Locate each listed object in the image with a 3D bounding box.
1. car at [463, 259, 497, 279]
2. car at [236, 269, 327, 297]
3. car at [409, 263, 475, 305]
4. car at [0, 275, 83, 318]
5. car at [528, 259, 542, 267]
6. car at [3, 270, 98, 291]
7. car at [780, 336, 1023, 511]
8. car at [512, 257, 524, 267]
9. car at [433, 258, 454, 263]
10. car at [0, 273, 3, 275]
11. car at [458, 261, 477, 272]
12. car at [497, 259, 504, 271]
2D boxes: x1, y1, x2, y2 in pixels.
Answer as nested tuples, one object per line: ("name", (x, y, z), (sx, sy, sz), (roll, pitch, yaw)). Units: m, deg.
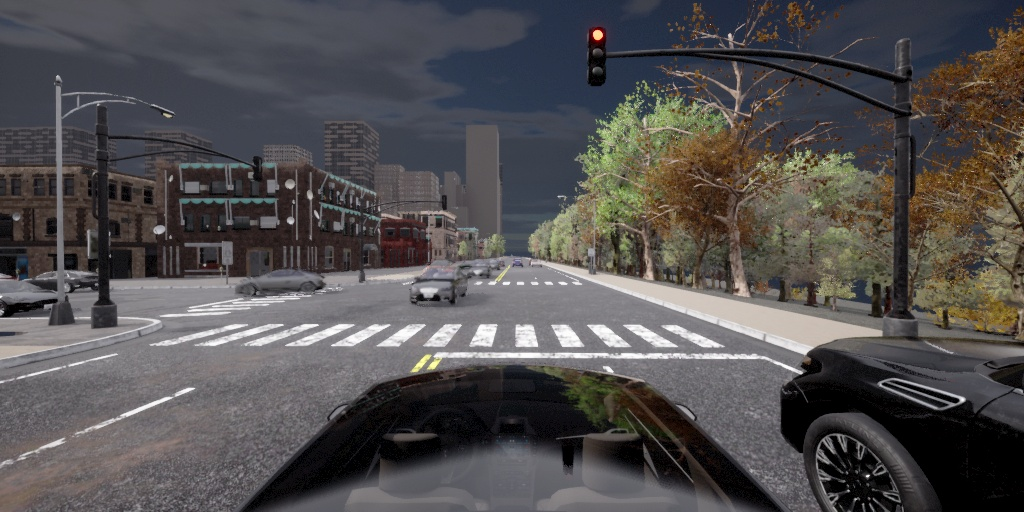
("car", (-2.849, 1.232, 32.816), (2.128, 1.511, 4.902), (0, 0, 1))
("car", (-12.501, 1.405, 19.662), (4.181, 1.385, 1.994), (-2, 1, -16))
("car", (-3.127, 1.238, 16.060), (2.128, 1.511, 4.902), (0, 0, 1))
("car", (-19.765, 1.565, 13.688), (4.313, 1.339, 1.948), (0, 0, 1))
("car", (4.370, 1.327, 64.102), (1.895, 1.301, 4.718), (0, 0, 1))
("car", (-27.956, 1.560, 22.337), (4.403, 1.370, 2.007), (0, 0, 1))
("car", (3.322, 0.972, 0.647), (2.150, 2.045, 5.566), (0, 0, 1))
("car", (1.010, 1.252, 63.772), (1.812, 1.442, 4.674), (0, 0, 1))
("car", (-6.201, 1.093, 31.634), (2.097, 1.767, 4.553), (0, 0, 3))
("car", (-33.491, 1.654, 22.436), (4.207, 1.307, 1.802), (0, 0, 1))
("car", (-5.846, 1.335, 47.924), (1.895, 1.301, 4.718), (0, 0, 1))
("car", (-2.574, 1.226, 48.925), (2.128, 1.511, 4.902), (0, 0, 1))
